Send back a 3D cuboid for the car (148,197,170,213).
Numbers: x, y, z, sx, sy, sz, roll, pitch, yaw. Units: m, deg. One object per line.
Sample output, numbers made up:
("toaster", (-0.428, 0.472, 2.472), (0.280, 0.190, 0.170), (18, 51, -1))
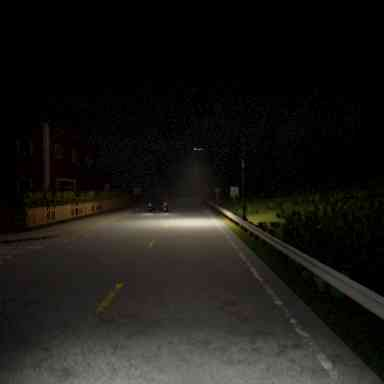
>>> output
("car", (-3.574, 1.308, 36.402), (2.097, 1.767, 4.553), (0, 0, 0))
